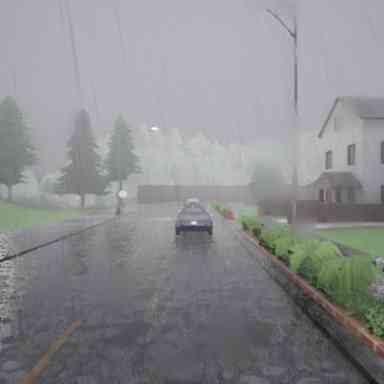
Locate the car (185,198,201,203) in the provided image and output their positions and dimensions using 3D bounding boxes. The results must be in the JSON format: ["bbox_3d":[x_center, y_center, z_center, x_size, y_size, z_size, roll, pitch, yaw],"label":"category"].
[{"bbox_3d":[0.090,1.417,39.121,1.812,1.442,4.674,0,0,0],"label":"car"}]

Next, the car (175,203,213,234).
[{"bbox_3d":[0.100,1.512,18.707,1.994,1.385,4.181,0,0,0],"label":"car"}]

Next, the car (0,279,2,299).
[{"bbox_3d":[-4.086,1.515,3.779,1.812,1.442,4.674,0,0,0],"label":"car"}]
